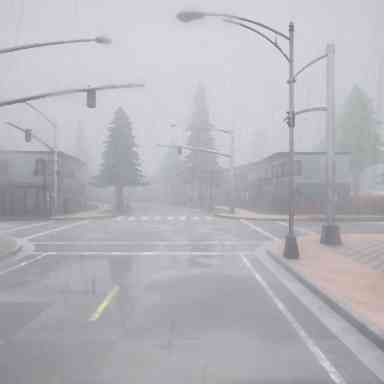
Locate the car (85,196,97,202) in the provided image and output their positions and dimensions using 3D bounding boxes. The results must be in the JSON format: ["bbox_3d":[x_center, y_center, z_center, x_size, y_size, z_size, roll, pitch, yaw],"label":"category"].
[{"bbox_3d":[-23.944,1.553,77.182,1.895,1.301,4.718,0,0,-45],"label":"car"}]
